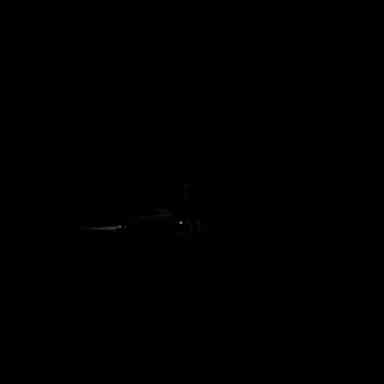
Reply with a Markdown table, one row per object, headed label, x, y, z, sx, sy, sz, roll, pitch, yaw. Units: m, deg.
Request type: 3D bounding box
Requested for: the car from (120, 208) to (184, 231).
| label | x | y | z | sx | sy | sz | roll | pitch | yaw |
| --- | --- | --- | --- | --- | --- | --- | --- | --- | --- |
| car | -2.800 | 1.845 | 23.006 | 4.674 | 1.442 | 1.812 | -1 | -1 | 27 |
